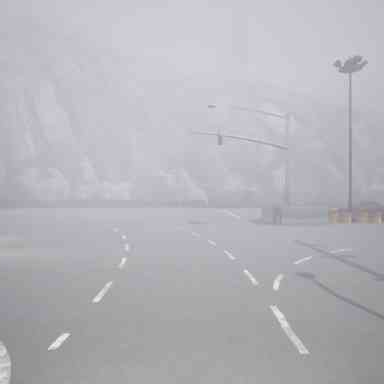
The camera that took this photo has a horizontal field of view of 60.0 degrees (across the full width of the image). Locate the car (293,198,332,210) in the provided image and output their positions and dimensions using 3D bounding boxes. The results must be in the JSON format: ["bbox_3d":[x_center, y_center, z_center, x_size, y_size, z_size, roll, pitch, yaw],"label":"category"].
[{"bbox_3d":[15.299,1.462,41.041,5.357,1.411,2.033,0,0,-3],"label":"car"}]

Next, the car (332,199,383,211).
[{"bbox_3d":[15.590,1.501,30.541,4.181,1.385,1.994,0,0,-3],"label":"car"}]
